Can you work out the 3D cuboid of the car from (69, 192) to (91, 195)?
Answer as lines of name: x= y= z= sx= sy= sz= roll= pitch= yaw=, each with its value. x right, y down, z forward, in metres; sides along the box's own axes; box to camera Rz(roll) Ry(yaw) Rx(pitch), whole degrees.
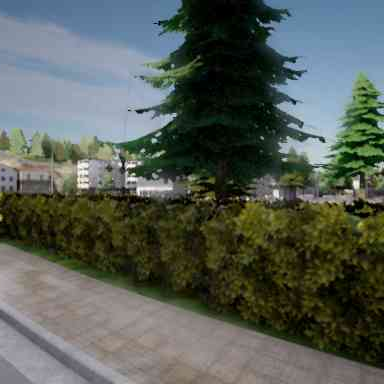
car: x=-26.505 y=0.829 z=81.315 sx=5.027 sy=1.636 sz=2.152 roll=0 pitch=0 yaw=-45

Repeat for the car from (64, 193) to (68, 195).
car: x=-31.225 y=0.879 z=85.674 sx=3.806 sy=1.475 sz=1.970 roll=0 pitch=0 yaw=-45

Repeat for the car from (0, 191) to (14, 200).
car: x=-41.122 y=0.749 z=71.397 sx=4.605 sy=1.855 sz=1.932 roll=0 pitch=0 yaw=-45

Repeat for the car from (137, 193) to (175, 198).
car: x=-3.021 y=1.106 z=36.731 sx=5.566 sy=2.045 sz=2.150 roll=0 pitch=0 yaw=-45

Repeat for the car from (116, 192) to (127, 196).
car: x=-9.714 y=1.197 z=53.948 sx=3.806 sy=1.475 sz=1.970 roll=0 pitch=0 yaw=-45

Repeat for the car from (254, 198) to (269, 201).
car: x=9.862 y=1.504 z=49.459 sx=4.181 sy=1.385 sz=1.994 roll=0 pitch=0 yaw=-45

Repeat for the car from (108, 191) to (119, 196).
car: x=-15.227 y=0.844 z=70.384 sx=4.605 sy=1.855 sz=1.932 roll=0 pitch=0 yaw=-45

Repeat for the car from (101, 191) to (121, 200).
car: x=-17.554 y=0.810 z=72.172 sx=3.866 sy=1.878 sz=1.905 roll=0 pitch=0 yaw=-45
